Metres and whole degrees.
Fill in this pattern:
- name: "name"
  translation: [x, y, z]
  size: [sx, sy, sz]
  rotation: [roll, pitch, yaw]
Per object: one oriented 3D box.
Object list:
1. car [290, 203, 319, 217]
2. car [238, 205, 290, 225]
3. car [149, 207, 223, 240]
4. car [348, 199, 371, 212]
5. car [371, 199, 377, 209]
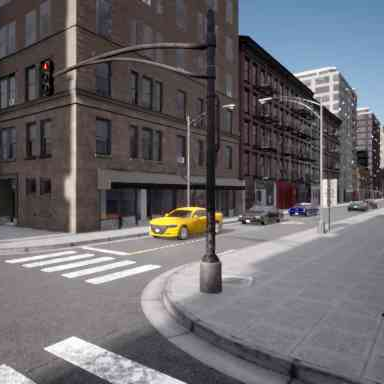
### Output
- name: "car"
  translation: [11.528, 1.815, 34.321]
  size: [1.895, 1.301, 4.718]
  rotation: [0, 0, 36]
- name: "car"
  translation: [5.542, 1.704, 25.941]
  size: [2.033, 1.411, 5.357]
  rotation: [0, 0, 35]
- name: "car"
  translation: [-0.198, 1.575, 17.882]
  size: [1.882, 1.535, 5.008]
  rotation: [0, 0, 35]
- name: "car"
  translation: [21.889, 1.852, 43.783]
  size: [1.994, 1.385, 4.181]
  rotation: [0, 0, 35]
- name: "car"
  translation: [27.672, 1.844, 51.910]
  size: [1.837, 1.490, 4.892]
  rotation: [0, 0, 36]
